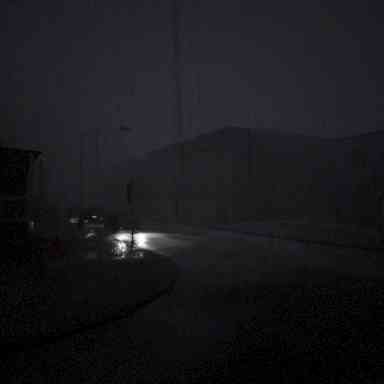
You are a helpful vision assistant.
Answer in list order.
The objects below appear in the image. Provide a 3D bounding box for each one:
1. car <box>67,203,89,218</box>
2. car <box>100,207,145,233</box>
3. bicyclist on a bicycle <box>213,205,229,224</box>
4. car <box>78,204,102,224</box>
[{"bbox_3d":[-13.781,2.368,40.035,1.994,1.385,4.181,0,-1,-28],"label":"car"},{"bbox_3d":[-4.836,2.031,23.501,1.994,1.385,4.181,0,-1,-28],"label":"car"},{"bbox_3d":[2.415,1.880,27.741,1.656,1.620,0.582,0,-1,-28],"label":"bicyclist on a bicycle"},{"bbox_3d":[-9.078,2.131,31.325,1.837,1.490,4.892,0,-1,-28],"label":"car"}]
